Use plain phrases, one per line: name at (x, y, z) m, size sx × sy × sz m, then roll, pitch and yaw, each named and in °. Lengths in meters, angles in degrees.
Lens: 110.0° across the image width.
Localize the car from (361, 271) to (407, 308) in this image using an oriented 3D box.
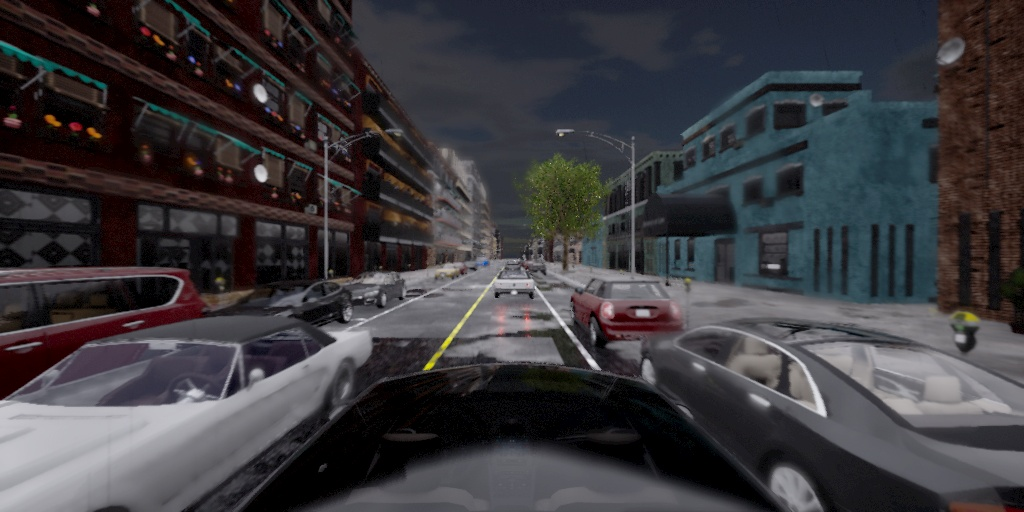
car at (-5.689, 1.309, 15.012) m, size 2.007 × 1.370 × 4.403 m, roll 0°, pitch 0°, yaw 0°

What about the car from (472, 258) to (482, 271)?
car at (-5.688, 1.363, 49.192) m, size 1.948 × 1.339 × 4.313 m, roll 0°, pitch 0°, yaw 0°

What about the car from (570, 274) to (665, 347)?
car at (2.691, 1.194, 9.314) m, size 1.967 × 1.591 × 4.097 m, roll 0°, pitch 0°, yaw 0°

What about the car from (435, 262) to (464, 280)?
car at (-5.689, 1.300, 31.933) m, size 1.751 × 1.417 × 4.829 m, roll 0°, pitch 0°, yaw 0°

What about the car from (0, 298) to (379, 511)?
car at (-3.095, 1.351, 3.311) m, size 1.895 × 1.301 × 4.718 m, roll 0°, pitch 0°, yaw 0°

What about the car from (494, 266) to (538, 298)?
car at (0.102, 1.362, 18.535) m, size 1.895 × 1.301 × 4.718 m, roll 0°, pitch 0°, yaw 0°

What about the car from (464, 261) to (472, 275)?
car at (-5.688, 1.326, 37.800) m, size 1.888 × 1.381 × 4.507 m, roll 0°, pitch 0°, yaw 0°

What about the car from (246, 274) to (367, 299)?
car at (-5.690, 1.320, 9.316) m, size 1.948 × 1.339 × 4.313 m, roll 0°, pitch 0°, yaw 0°

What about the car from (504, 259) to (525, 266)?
car at (0.103, 1.278, 42.004) m, size 2.128 × 1.511 × 4.902 m, roll 0°, pitch 0°, yaw 0°

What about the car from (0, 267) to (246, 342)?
car at (-5.690, 1.066, 3.619) m, size 2.192 × 1.841 × 5.009 m, roll 0°, pitch 0°, yaw 0°

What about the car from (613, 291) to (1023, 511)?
car at (2.691, 1.301, 3.617) m, size 2.007 × 1.370 × 4.403 m, roll 0°, pitch 0°, yaw 0°

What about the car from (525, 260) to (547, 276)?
car at (2.693, 1.332, 37.797) m, size 2.007 × 1.370 × 4.403 m, roll 0°, pitch 0°, yaw 0°
